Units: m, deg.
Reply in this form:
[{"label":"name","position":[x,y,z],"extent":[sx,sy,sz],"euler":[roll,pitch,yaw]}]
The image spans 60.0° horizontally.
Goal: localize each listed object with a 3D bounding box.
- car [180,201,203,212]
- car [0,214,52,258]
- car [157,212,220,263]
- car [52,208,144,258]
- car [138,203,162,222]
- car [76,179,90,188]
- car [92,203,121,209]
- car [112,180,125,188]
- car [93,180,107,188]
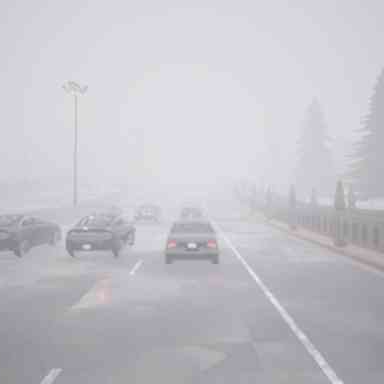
[{"label":"car","position":[-0.074,1.536,28.811],"extent":[1.812,1.442,4.674],"euler":[0,2,0]},{"label":"car","position":[-6.994,1.639,13.490],"extent":[2.128,1.511,4.902],"euler":[0,0,0]},{"label":"car","position":[0.001,1.683,12.504],"extent":[2.033,1.411,5.357],"euler":[0,-1,0]},{"label":"car","position":[-3.494,1.639,13.492],"extent":[2.128,1.511,4.902],"euler":[0,0,0]},{"label":"car","position":[-3.579,1.604,27.444],"extent":[2.033,1.411,5.357],"euler":[0,2,0]},{"label":"car","position":[-21.301,-1.694,64.685],"extent":[1.882,1.535,5.008],"euler":[0,6,0]},{"label":"car","position":[-7.081,1.603,27.455],"extent":[2.033,1.411,5.357],"euler":[0,2,0]},{"label":"car","position":[-14.308,-1.647,64.739],"extent":[1.812,1.442,4.674],"euler":[0,6,0]},{"label":"car","position":[-17.803,-1.648,64.718],"extent":[1.812,1.442,4.674],"euler":[0,6,0]}]
